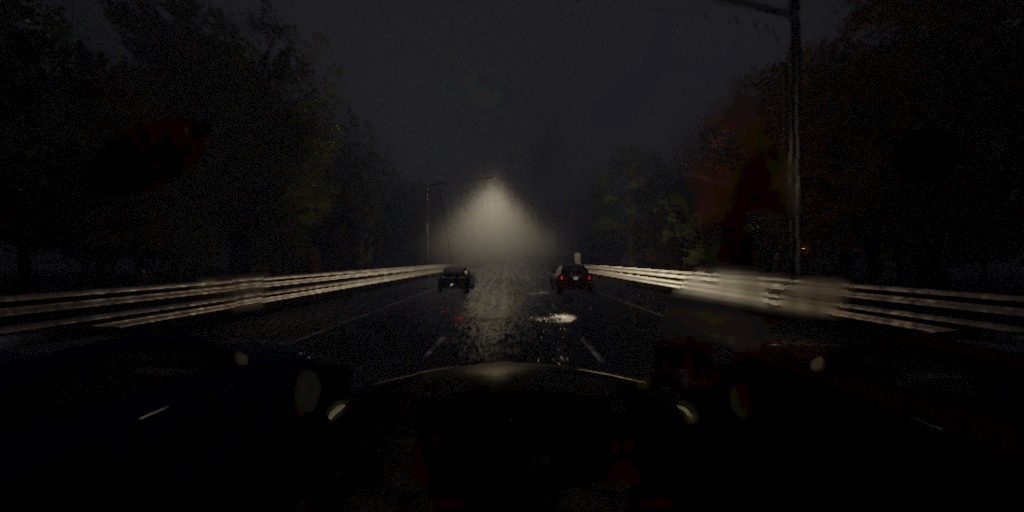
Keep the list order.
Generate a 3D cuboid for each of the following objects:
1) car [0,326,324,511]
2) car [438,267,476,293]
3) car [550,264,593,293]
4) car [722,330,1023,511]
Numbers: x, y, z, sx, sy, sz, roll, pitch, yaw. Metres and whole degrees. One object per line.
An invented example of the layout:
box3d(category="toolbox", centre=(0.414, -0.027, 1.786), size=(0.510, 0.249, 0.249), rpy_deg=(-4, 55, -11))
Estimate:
box3d(category="car", centre=(-3.399, 1.286, 2.816), size=(1.812, 1.442, 4.674), rpy_deg=(0, -1, 0))
box3d(category="car", centre=(-3.394, 1.438, 22.620), size=(2.128, 1.511, 4.902), rpy_deg=(0, -1, 0))
box3d(category="car", centre=(3.606, 1.295, 22.376), size=(2.097, 1.767, 4.553), rpy_deg=(0, -1, 0))
box3d(category="car", centre=(3.601, 1.284, 2.655), size=(1.812, 1.442, 4.674), rpy_deg=(0, -1, 0))
